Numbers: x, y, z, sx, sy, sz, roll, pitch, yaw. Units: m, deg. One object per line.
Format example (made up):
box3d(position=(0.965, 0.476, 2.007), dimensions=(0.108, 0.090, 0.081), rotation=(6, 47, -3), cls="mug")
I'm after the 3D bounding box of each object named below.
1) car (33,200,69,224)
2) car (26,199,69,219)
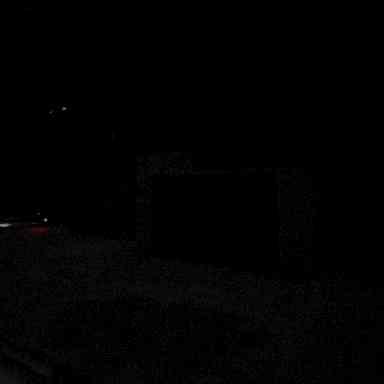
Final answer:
box3d(position=(-7.818, 1.426, 22.525), dimensions=(1.895, 1.301, 4.718), rotation=(0, 1, 36), cls="car")
box3d(position=(-9.652, 1.300, 24.597), dimensions=(2.128, 1.511, 4.902), rotation=(0, 1, 36), cls="car")
